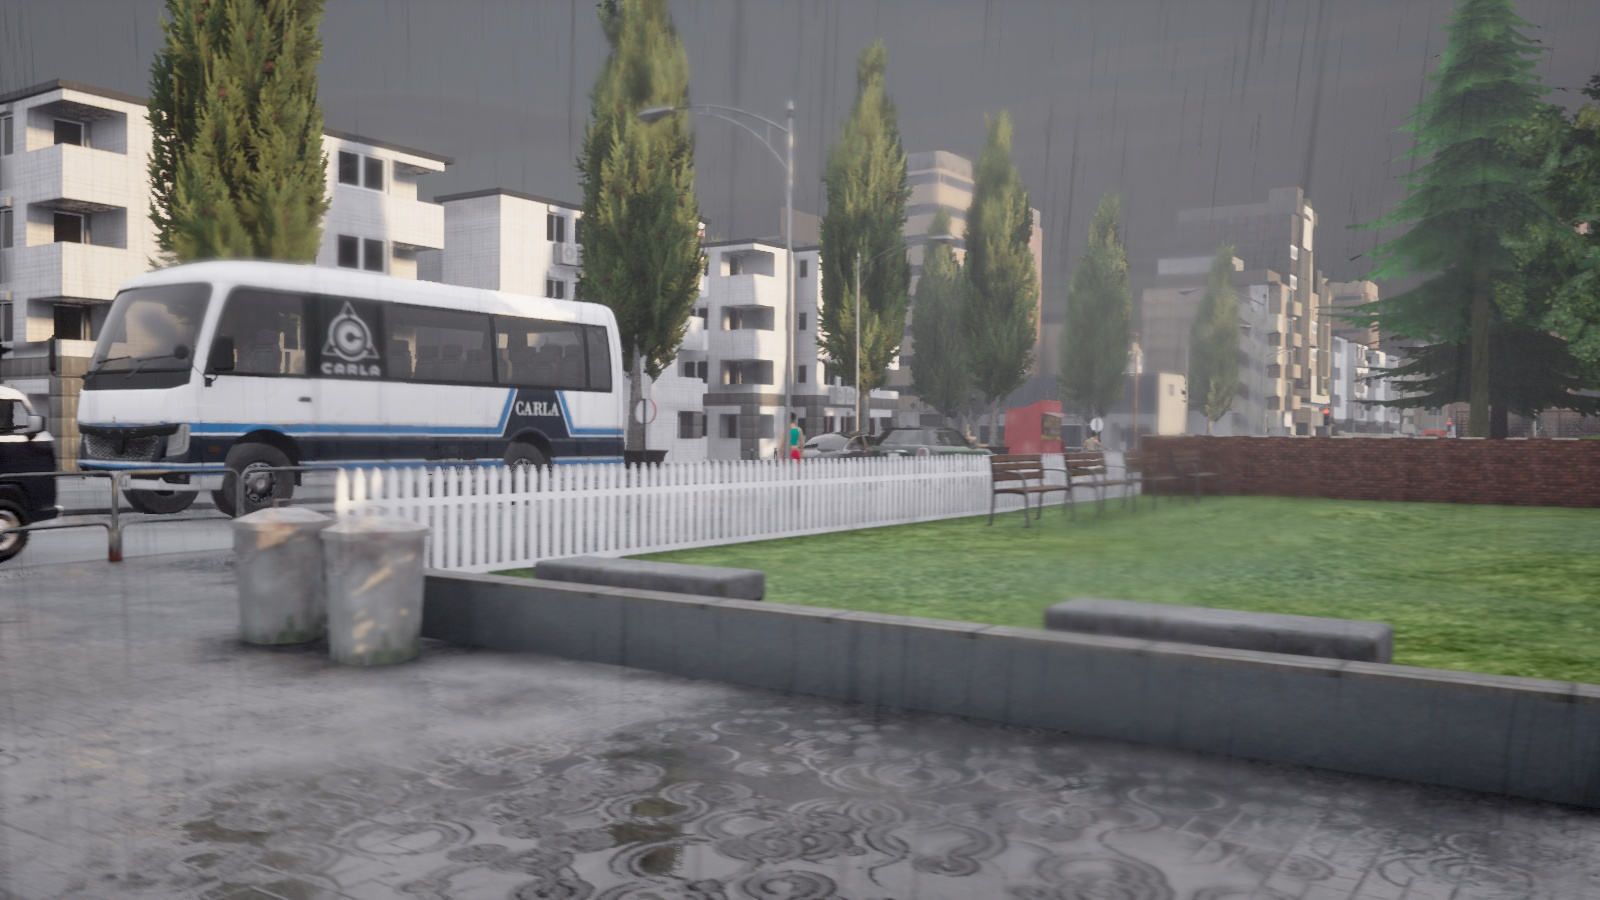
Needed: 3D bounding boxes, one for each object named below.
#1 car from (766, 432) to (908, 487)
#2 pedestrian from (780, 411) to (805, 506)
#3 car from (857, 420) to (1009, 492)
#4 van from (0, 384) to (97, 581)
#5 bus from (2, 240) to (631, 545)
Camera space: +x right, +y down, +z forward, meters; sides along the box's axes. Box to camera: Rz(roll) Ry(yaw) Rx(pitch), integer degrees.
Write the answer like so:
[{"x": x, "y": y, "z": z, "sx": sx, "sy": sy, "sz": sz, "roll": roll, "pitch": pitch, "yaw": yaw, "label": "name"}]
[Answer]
[{"x": 1.168, "y": 0.226, "z": 36.695, "sx": 1.837, "sy": 1.490, "sz": 4.892, "roll": 0, "pitch": 1, "yaw": 34, "label": "car"}, {"x": -0.146, "y": 0.159, "z": 24.521, "sx": 0.345, "sy": 1.836, "sz": 0.594, "roll": -1, "pitch": 1, "yaw": -13, "label": "pedestrian"}, {"x": 3.590, "y": 0.105, "z": 33.118, "sx": 2.097, "sy": 1.767, "sz": 4.553, "roll": 0, "pitch": 1, "yaw": 34, "label": "car"}, {"x": -9.403, "y": 0.372, "z": 12.347, "sx": 2.069, "sy": 2.038, "sz": 4.480, "roll": -1, "pitch": 1, "yaw": 7, "label": "van"}, {"x": -8.018, "y": -0.885, "z": 22.927, "sx": 3.944, "sy": 4.253, "sz": 10.273, "roll": 0, "pitch": 1, "yaw": 34, "label": "bus"}]
